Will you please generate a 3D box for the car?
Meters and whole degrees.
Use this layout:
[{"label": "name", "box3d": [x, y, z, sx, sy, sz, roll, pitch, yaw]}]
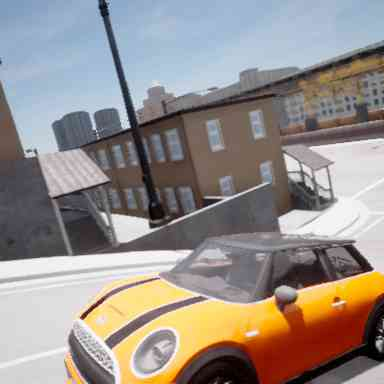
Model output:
[{"label": "car", "box3d": [0.764, 1.396, 4.518, 4.553, 1.767, 2.097, 2, -1, -35]}]
